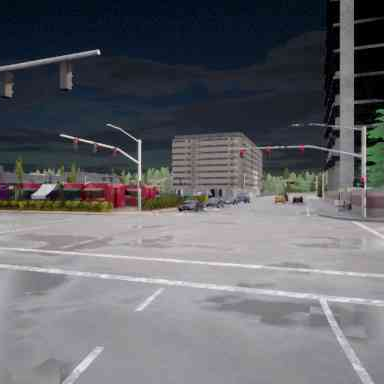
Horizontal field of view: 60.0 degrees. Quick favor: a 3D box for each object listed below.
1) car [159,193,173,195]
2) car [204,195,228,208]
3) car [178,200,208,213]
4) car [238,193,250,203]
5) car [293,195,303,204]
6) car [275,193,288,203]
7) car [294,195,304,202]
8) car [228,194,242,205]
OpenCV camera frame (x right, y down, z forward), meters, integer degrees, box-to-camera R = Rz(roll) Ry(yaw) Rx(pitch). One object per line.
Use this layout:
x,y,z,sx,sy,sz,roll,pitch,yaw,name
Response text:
-7.884,1.209,81.479,4.605,1.855,1.932,0,0,19,car
3.347,1.505,47.250,1.837,1.490,4.892,0,0,19,car
-0.056,1.564,37.355,1.994,1.385,4.181,0,0,18,car
10.202,1.221,67.083,2.150,2.045,5.566,0,0,20,car
21.015,1.478,65.901,1.882,1.535,5.008,0,0,19,car
18.304,1.478,69.013,1.882,1.535,5.008,0,0,19,car
24.818,1.525,77.347,2.128,1.511,4.902,0,0,19,car
6.707,1.492,57.046,2.128,1.511,4.902,0,0,19,car
